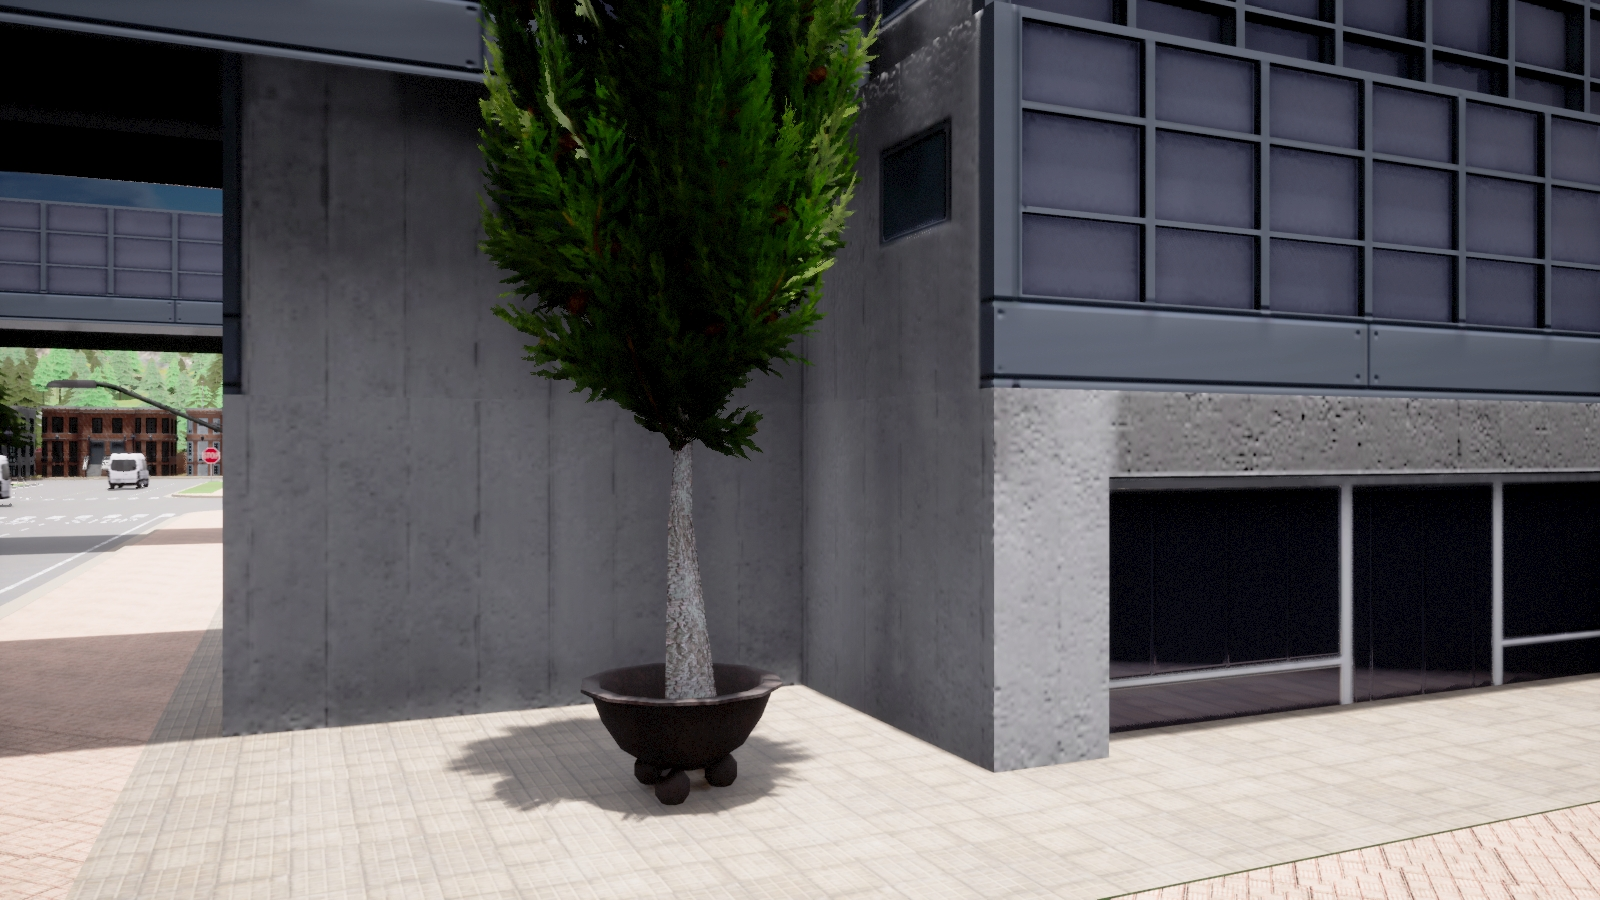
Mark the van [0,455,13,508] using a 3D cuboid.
[{"bbox_3d":[-42.033,1.534,55.555,5.915,2.561,1.988,0,0,-24],"label":"van"}]
